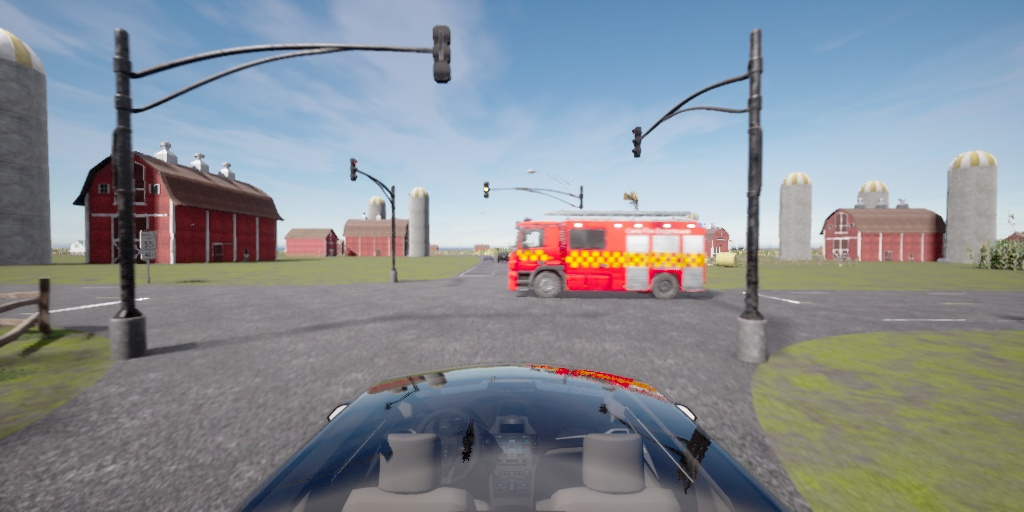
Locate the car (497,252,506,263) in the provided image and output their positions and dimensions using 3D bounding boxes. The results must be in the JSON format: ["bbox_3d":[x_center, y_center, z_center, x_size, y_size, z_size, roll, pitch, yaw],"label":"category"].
[{"bbox_3d":[-1.564,0.234,65.318,2.150,2.045,5.566,0,1,-3],"label":"car"}]

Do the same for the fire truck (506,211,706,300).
[{"bbox_3d":[4.086,-0.070,16.512,8.468,3.827,2.891,0,1,0],"label":"fire truck"}]
